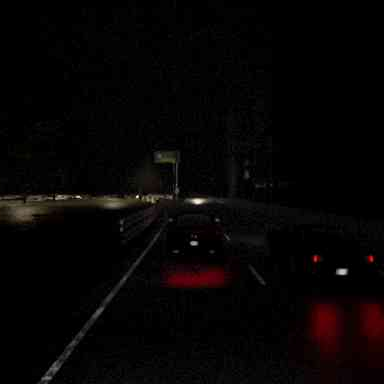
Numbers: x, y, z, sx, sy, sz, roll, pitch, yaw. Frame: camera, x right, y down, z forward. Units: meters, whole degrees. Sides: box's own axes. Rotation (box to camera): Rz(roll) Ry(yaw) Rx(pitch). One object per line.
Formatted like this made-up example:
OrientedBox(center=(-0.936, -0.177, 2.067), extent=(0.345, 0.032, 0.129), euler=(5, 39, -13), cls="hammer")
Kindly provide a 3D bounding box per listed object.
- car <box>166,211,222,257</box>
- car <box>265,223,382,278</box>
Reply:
OrientedBox(center=(0.079, 1.476, 13.027), extent=(1.882, 1.535, 5.008), euler=(0, 0, 0), cls="car")
OrientedBox(center=(3.563, 1.599, 10.078), extent=(1.895, 1.301, 4.718), euler=(0, 0, 0), cls="car")
